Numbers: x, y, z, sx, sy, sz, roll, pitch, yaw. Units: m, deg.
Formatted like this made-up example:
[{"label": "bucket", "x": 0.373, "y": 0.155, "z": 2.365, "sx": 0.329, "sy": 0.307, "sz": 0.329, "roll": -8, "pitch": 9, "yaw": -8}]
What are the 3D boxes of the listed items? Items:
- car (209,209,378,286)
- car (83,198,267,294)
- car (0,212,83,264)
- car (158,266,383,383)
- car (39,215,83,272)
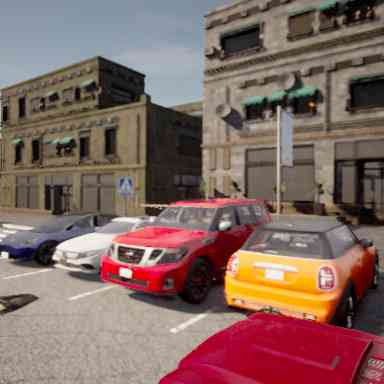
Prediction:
[{"label": "car", "x": 2.561, "y": 1.350, "z": 7.089, "sx": 2.185, "sy": 1.767, "sz": 4.553, "roll": 0, "pitch": 0, "yaw": 35}, {"label": "car", "x": 0.318, "y": 1.217, "z": 8.693, "sx": 2.435, "sy": 2.045, "sz": 5.566, "roll": 0, "pitch": 0, "yaw": 35}, {"label": "car", "x": -4.174, "y": 1.483, "z": 11.896, "sx": 2.163, "sy": 1.488, "sz": 4.792, "roll": 0, "pitch": 0, "yaw": 36}, {"label": "car", "x": 1.992, "y": 1.602, "z": 1.957, "sx": 4.718, "sy": 1.301, "sz": 1.895, "roll": 0, "pitch": 0, "yaw": 35}, {"label": "car", "x": -1.911, "y": 1.501, "z": 10.320, "sx": 2.002, "sy": 1.452, "sz": 4.674, "roll": 0, "pitch": 0, "yaw": 36}]
